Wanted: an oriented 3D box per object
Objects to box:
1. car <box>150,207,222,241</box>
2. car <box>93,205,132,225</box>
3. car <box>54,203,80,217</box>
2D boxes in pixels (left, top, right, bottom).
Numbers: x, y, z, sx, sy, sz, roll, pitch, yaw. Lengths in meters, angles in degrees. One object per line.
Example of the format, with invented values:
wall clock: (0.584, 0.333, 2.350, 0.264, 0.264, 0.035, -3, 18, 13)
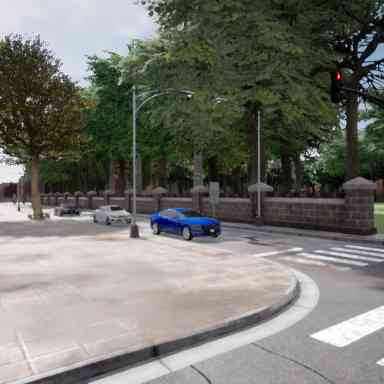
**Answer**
car: (-0.471, 1.614, 18.034, 1.882, 1.535, 5.008, 0, 0, -36)
car: (-6.397, 1.763, 26.337, 1.812, 1.442, 4.674, 0, 0, -35)
car: (-13.850, 1.945, 36.829, 1.994, 1.385, 4.181, 0, -1, -35)
